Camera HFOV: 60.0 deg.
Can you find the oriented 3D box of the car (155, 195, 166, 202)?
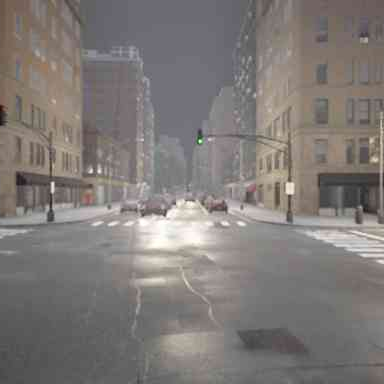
[{"bbox_3d":[-6.270,1.267,66.107,1.802,1.307,4.206,0,0,-1],"label":"car"}]

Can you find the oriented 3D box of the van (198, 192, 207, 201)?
[{"bbox_3d":[2.207,1.012,71.681,1.690,1.788,3.998,0,0,-1],"label":"van"}]

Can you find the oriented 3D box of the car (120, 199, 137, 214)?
[{"bbox_3d":[-5.971,1.364,33.060,2.008,1.369,4.403,0,0,-1],"label":"car"}]

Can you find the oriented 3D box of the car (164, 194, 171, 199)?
[{"bbox_3d":[-6.467,1.160,87.971,1.752,1.417,4.829,0,0,-1],"label":"car"}]

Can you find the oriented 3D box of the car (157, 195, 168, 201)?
[{"bbox_3d":[-6.320,1.236,71.615,1.947,1.339,4.313,0,0,-1],"label":"car"}]

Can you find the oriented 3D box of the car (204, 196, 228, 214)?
[{"bbox_3d":[2.554,1.359,33.134,1.887,1.381,4.507,0,0,-1],"label":"car"}]

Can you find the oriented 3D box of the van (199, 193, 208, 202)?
[{"bbox_3d":[2.257,1.027,66.175,1.690,1.788,3.998,0,0,-1],"label":"van"}]

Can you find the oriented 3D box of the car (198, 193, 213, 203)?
[{"bbox_3d":[2.406,1.056,49.653,2.192,1.841,5.009,0,0,-1],"label":"car"}]

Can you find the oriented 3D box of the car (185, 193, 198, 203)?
[{"bbox_3d":[-0.365,1.303,60.631,1.895,1.301,4.718,0,0,-1],"label":"car"}]

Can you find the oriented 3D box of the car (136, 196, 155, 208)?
[{"bbox_3d":[-6.070,1.308,44.076,1.887,1.381,4.507,0,0,-1],"label":"car"}]

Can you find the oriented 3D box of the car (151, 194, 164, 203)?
[{"bbox_3d":[-6.219,1.142,60.599,1.967,1.590,4.097,0,0,-1],"label":"car"}]

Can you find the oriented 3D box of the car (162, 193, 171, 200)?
[{"bbox_3d":[-6.419,1.085,82.632,1.967,1.590,4.097,0,0,-1],"label":"car"}]

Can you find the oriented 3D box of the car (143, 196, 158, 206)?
[{"bbox_3d":[-6.121,1.322,49.584,1.802,1.307,4.206,0,0,-1],"label":"car"}]

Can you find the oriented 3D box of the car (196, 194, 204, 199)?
[{"bbox_3d":[2.057,1.186,88.205,2.008,1.369,4.403,0,0,-1],"label":"car"}]

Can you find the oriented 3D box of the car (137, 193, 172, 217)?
[{"bbox_3d":[-3.159,1.188,28.818,2.097,1.767,4.553,0,0,-1],"label":"car"}]

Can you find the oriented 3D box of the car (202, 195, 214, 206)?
[{"bbox_3d":[2.504,1.354,38.640,1.947,1.339,4.313,0,0,-1],"label":"car"}]

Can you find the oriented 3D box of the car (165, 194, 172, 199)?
[{"bbox_3d":[-6.519,1.206,93.650,1.802,1.307,4.206,0,0,-1],"label":"car"}]

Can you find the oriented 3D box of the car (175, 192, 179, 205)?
[{"bbox_3d":[-3.272,1.220,49.126,1.882,1.535,5.008,0,0,0],"label":"car"}]

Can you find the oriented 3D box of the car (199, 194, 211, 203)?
[{"bbox_3d":[2.306,1.142,60.667,1.967,1.590,4.097,0,0,-1],"label":"car"}]

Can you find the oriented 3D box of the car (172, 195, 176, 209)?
[{"bbox_3d":[-3.248,1.388,38.659,1.895,1.301,4.718,0,0,0],"label":"car"}]

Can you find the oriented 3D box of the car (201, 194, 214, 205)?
[{"bbox_3d":[2.453,1.289,44.317,1.752,1.417,4.829,0,0,-1],"label":"car"}]
